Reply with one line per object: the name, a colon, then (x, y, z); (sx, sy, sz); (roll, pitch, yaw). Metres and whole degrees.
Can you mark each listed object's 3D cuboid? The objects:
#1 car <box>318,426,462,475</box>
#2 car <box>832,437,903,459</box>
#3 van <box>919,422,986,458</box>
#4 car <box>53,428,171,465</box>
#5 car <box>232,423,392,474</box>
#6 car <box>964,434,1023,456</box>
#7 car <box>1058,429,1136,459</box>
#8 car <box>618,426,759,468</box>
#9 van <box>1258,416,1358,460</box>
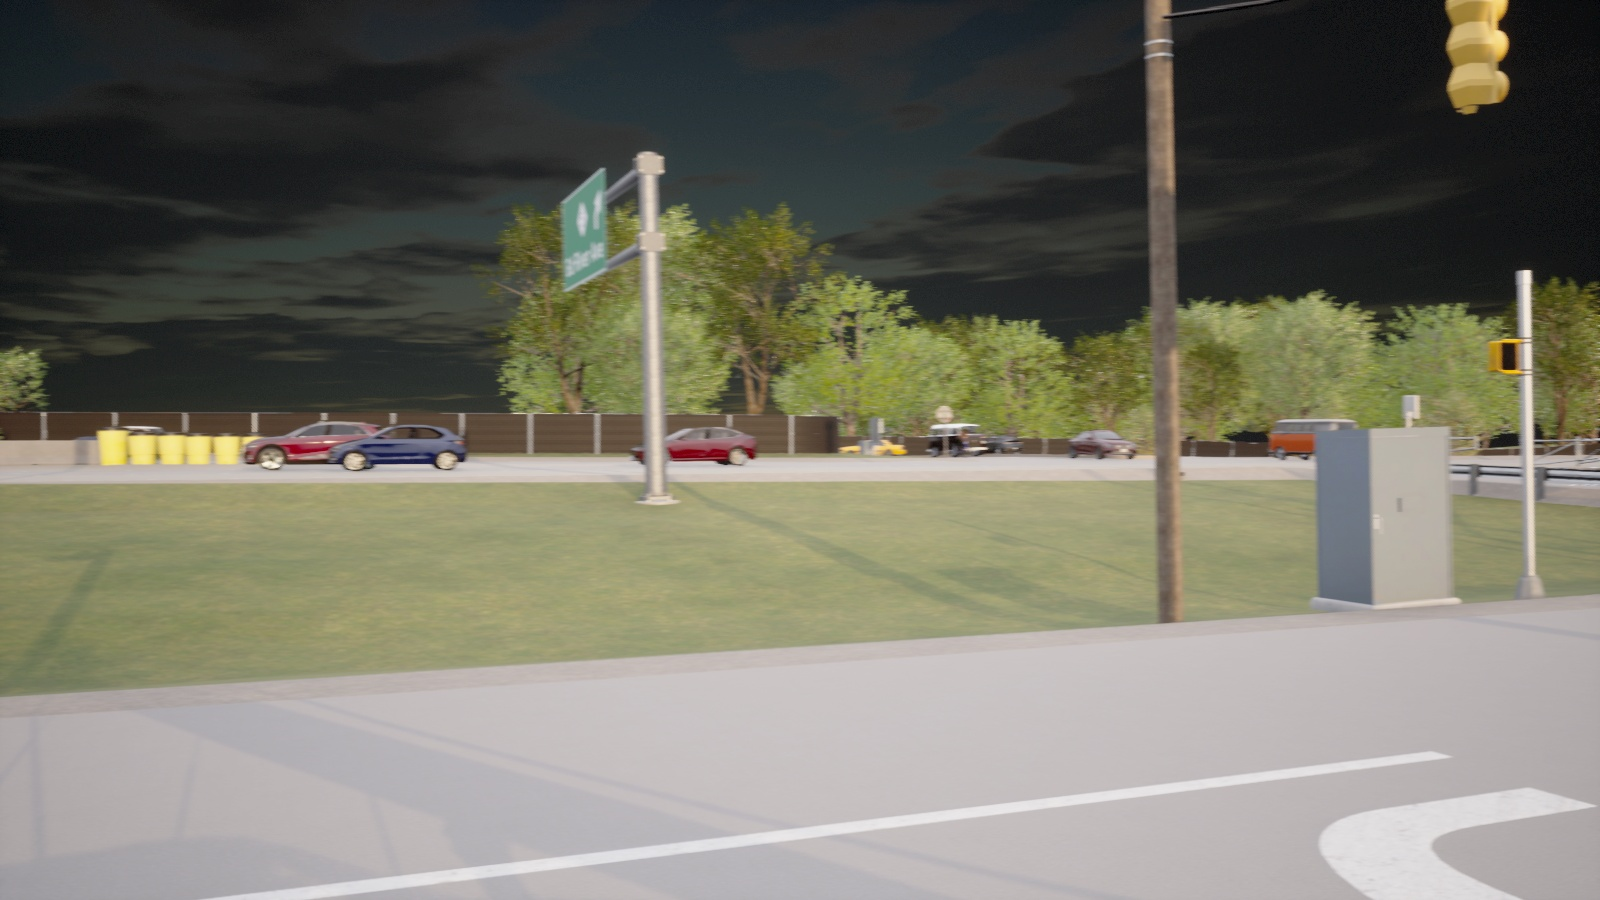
car: (-12.942, -0.008, 39.625); (4.193, 1.474, 1.816); (-1, 0, -22)
car: (5.215, -0.168, 97.361); (5.366, 1.575, 1.801); (-1, 1, -1)
van: (9.168, -0.609, 75.847); (2.069, 2.038, 4.480); (-1, -1, -22)
car: (-28.298, -0.166, 51.730); (3.806, 1.475, 1.970); (0, 1, 0)
car: (-16.305, -0.071, 42.038); (4.856, 1.649, 2.033); (-1, 0, -22)
car: (14.416, -0.388, 93.689); (2.128, 1.511, 4.902); (-2, 0, -21)
car: (14.575, -0.317, 61.876); (1.812, 1.442, 4.674); (0, 1, -14)
car: (-4.178, -0.113, 46.960); (4.792, 1.488, 2.163); (-1, 0, -22)
van: (24.101, -0.574, 59.777); (1.775, 1.987, 4.442); (0, 1, -23)
